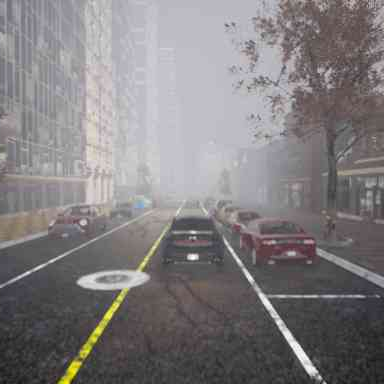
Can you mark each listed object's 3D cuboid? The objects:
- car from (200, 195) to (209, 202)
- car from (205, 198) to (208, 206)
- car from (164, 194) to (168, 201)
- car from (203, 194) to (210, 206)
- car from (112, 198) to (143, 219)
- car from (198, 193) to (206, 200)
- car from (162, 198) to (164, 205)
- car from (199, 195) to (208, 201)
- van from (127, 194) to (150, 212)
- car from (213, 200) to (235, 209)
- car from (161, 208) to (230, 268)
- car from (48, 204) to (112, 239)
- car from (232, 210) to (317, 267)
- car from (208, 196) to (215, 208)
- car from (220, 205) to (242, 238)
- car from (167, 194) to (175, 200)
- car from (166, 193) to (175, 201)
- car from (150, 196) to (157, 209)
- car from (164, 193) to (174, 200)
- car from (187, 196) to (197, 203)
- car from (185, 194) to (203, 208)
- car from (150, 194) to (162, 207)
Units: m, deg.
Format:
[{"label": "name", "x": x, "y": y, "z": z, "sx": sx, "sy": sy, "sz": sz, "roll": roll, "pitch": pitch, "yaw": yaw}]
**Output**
[{"label": "car", "x": 2.659, "y": 1.384, "z": 73.269, "sx": 1.887, "sy": 1.381, "sz": 4.507, "roll": -1, "pitch": 0, "yaw": 0}, {"label": "car", "x": 2.670, "y": 1.489, "z": 33.760, "sx": 1.947, "sy": 1.339, "sz": 4.313, "roll": -1, "pitch": 0, "yaw": 0}, {"label": "car", "x": -5.716, "y": 1.441, "z": 56.390, "sx": 1.947, "sy": 1.339, "sz": 4.313, "roll": -1, "pitch": 0, "yaw": 0}, {"label": "car", "x": 2.666, "y": 1.453, "z": 50.692, "sx": 1.947, "sy": 1.339, "sz": 4.313, "roll": -1, "pitch": 0, "yaw": 0}, {"label": "car", "x": -5.675, "y": 1.501, "z": 28.170, "sx": 1.947, "sy": 1.339, "sz": 4.313, "roll": -1, "pitch": 0, "yaw": 0}, {"label": "car", "x": 2.651, "y": 1.121, "z": 90.199, "sx": 2.192, "sy": 1.841, "sz": 5.009, "roll": -1, "pitch": 0, "yaw": 0}, {"label": "car", "x": -5.718, "y": 1.469, "z": 50.746, "sx": 1.802, "sy": 1.307, "sz": 4.206, "roll": -1, "pitch": 0, "yaw": 0}, {"label": "car", "x": 2.658, "y": 1.379, "z": 78.912, "sx": 2.008, "sy": 1.369, "sz": 4.403, "roll": -1, "pitch": 0, "yaw": 0}, {"label": "van", "x": -5.684, "y": 1.264, "z": 33.813, "sx": 1.690, "sy": 1.788, "sz": 3.998, "roll": -1, "pitch": 0, "yaw": 0}, {"label": "car", "x": 2.673, "y": 1.473, "z": 22.642, "sx": 1.752, "sy": 1.417, "sz": 4.829, "roll": -1, "pitch": 0, "yaw": 0}, {"label": "car", "x": 0.018, "y": 1.477, "z": 11.185, "sx": 1.837, "sy": 1.490, "sz": 4.892, "roll": 0, "pitch": 0, "yaw": 0}, {"label": "car", "x": -5.674, "y": 1.401, "z": 16.881, "sx": 1.967, "sy": 1.590, "sz": 4.097, "roll": -1, "pitch": 0, "yaw": 0}, {"label": "car", "x": 2.676, "y": 1.519, "z": 11.185, "sx": 1.887, "sy": 1.381, "sz": 4.507, "roll": -1, "pitch": 0, "yaw": 0}, {"label": "car", "x": 2.670, "y": 1.376, "z": 28.116, "sx": 1.967, "sy": 1.590, "sz": 4.097, "roll": -1, "pitch": 0, "yaw": 0}, {"label": "car", "x": 2.675, "y": 1.543, "z": 16.828, "sx": 1.802, "sy": 1.307, "sz": 4.206, "roll": -1, "pitch": 0, "yaw": 0}, {"label": "car", "x": -5.727, "y": 1.246, "z": 90.253, "sx": 1.967, "sy": 1.590, "sz": 4.097, "roll": -1, "pitch": 0, "yaw": 0}, {"label": "car", "x": -5.722, "y": 1.394, "z": 78.966, "sx": 1.947, "sy": 1.339, "sz": 4.313, "roll": -1, "pitch": 0, "yaw": 0}, {"label": "car", "x": -5.695, "y": 1.462, "z": 39.458, "sx": 2.008, "sy": 1.369, "sz": 4.403, "roll": -1, "pitch": 0, "yaw": 0}, {"label": "car", "x": -5.727, "y": 1.132, "z": 84.609, "sx": 2.192, "sy": 1.841, "sz": 5.009, "roll": -1, "pitch": 0, "yaw": 0}, {"label": "car", "x": 0.083, "y": 1.457, "z": 65.138, "sx": 1.895, "sy": 1.301, "sz": 4.718, "roll": 0, "pitch": 0, "yaw": 0}, {"label": "car", "x": 0.089, "y": 1.388, "z": 46.166, "sx": 2.128, "sy": 1.511, "sz": 4.902, "roll": 0, "pitch": 0, "yaw": 0}, {"label": "car", "x": -5.725, "y": 1.214, "z": 45.101, "sx": 2.192, "sy": 1.841, "sz": 5.009, "roll": -1, "pitch": 0, "yaw": 0}]
